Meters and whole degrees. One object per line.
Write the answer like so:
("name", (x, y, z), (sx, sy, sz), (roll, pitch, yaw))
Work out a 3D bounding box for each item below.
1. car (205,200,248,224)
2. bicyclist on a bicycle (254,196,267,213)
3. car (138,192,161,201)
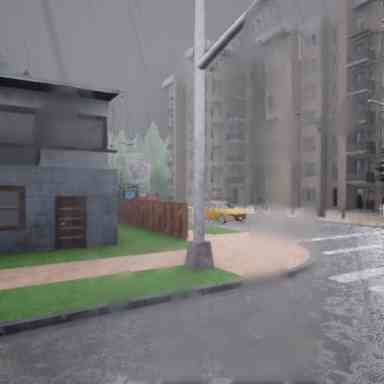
("car", (2.027, 1.404, 24.218), (1.882, 1.535, 5.008), (0, 1, -29))
("bicyclist on a bicycle", (6.521, 1.205, 31.587), (1.656, 1.620, 0.582), (0, 0, -29))
("car", (-6.228, 1.044, 46.768), (2.150, 2.045, 5.566), (0, 0, -29))
